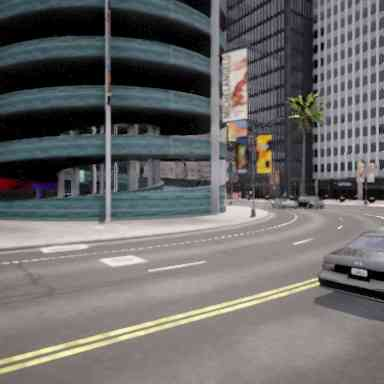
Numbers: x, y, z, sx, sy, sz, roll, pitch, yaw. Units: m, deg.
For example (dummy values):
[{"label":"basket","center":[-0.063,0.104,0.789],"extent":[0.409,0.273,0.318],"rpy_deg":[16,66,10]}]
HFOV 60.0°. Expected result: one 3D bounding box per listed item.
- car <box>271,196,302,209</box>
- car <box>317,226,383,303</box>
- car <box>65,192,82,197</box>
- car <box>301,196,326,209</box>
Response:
[{"label":"car","center":[11.943,1.534,43.043],"extent":[1.895,1.301,4.718],"rpy_deg":[0,0,-8]},{"label":"car","center":[5.024,1.533,7.806],"extent":[5.357,1.411,2.033],"rpy_deg":[0,0,-40]},{"label":"car","center":[-21.468,0.973,60.606],"extent":[2.435,2.045,5.566],"rpy_deg":[0,0,-36]},{"label":"car","center":[15.359,1.282,43.128],"extent":[2.097,1.767,4.553],"rpy_deg":[0,0,-8]}]
